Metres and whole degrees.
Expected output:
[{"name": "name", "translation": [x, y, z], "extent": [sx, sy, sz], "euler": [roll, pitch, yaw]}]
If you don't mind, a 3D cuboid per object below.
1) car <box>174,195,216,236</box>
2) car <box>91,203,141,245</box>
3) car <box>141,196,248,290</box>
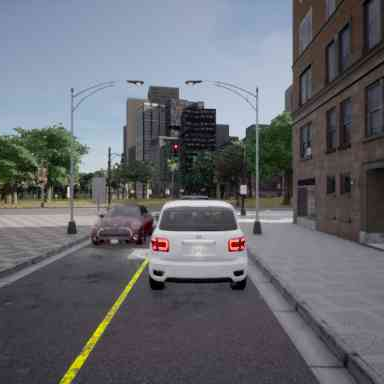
[{"name": "car", "translation": [0.140, 1.223, 19.784], "extent": [2.150, 2.045, 5.566], "euler": [0, 0, 0]}, {"name": "car", "translation": [-3.044, 1.352, 15.343], "extent": [2.097, 1.767, 4.553], "euler": [0, 0, 0]}, {"name": "car", "translation": [0.122, 1.222, 9.216], "extent": [2.150, 2.045, 5.566], "euler": [0, 0, 0]}]
